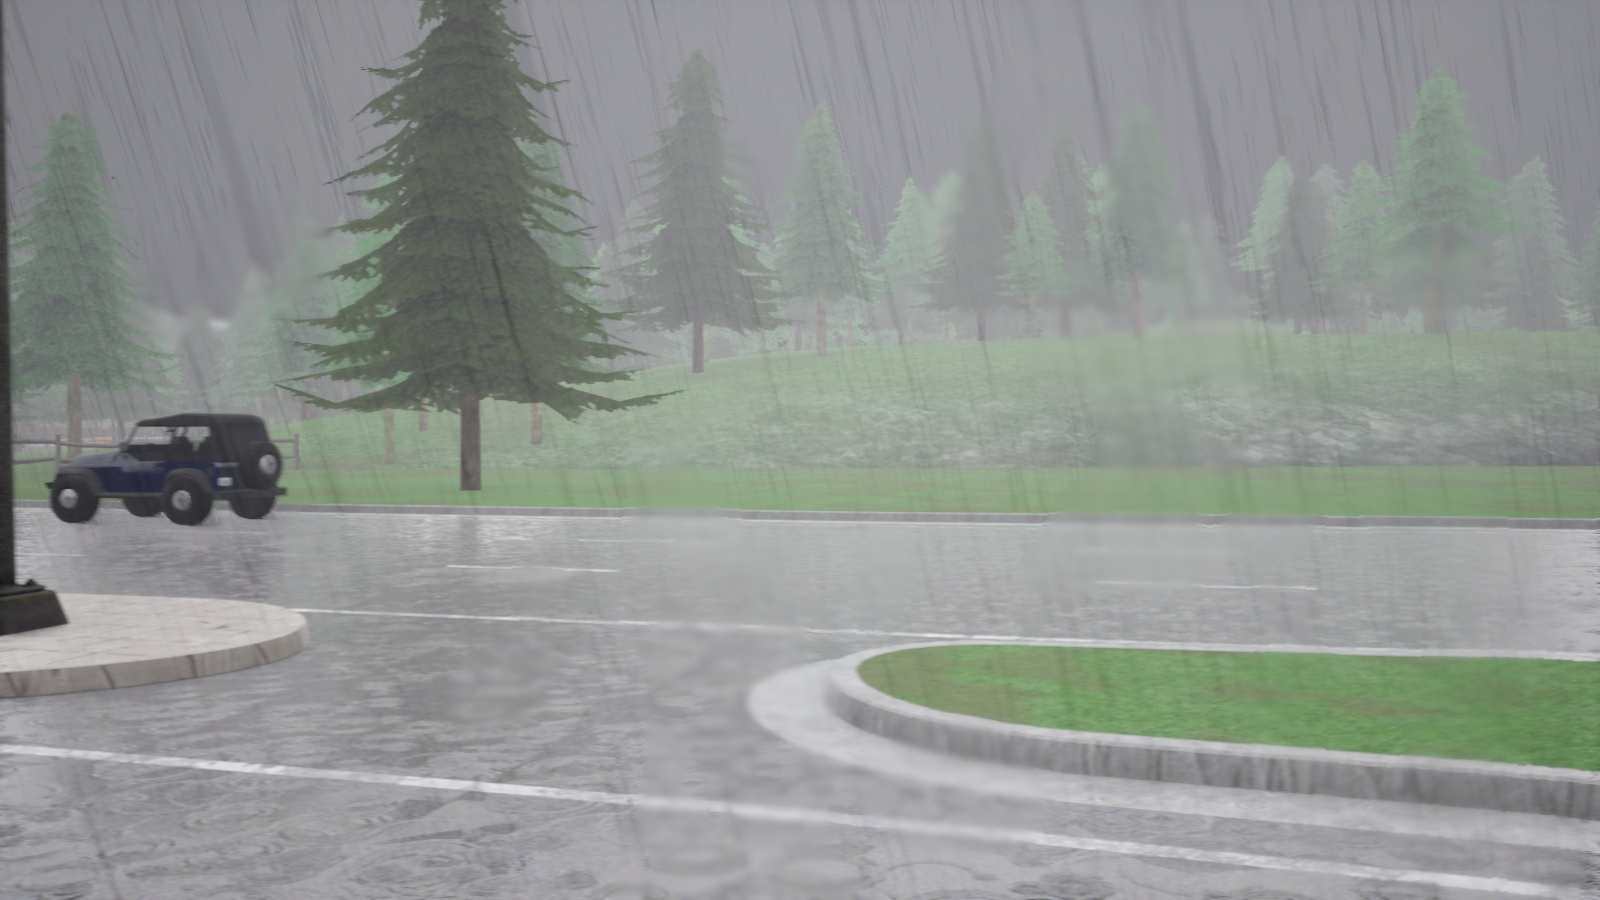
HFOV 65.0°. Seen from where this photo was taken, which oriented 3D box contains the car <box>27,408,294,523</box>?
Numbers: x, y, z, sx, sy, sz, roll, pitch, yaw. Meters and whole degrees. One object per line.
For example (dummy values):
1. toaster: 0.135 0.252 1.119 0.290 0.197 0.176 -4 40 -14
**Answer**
1. car: -11.118 0.217 21.929 3.866 1.878 1.905 0 1 15
